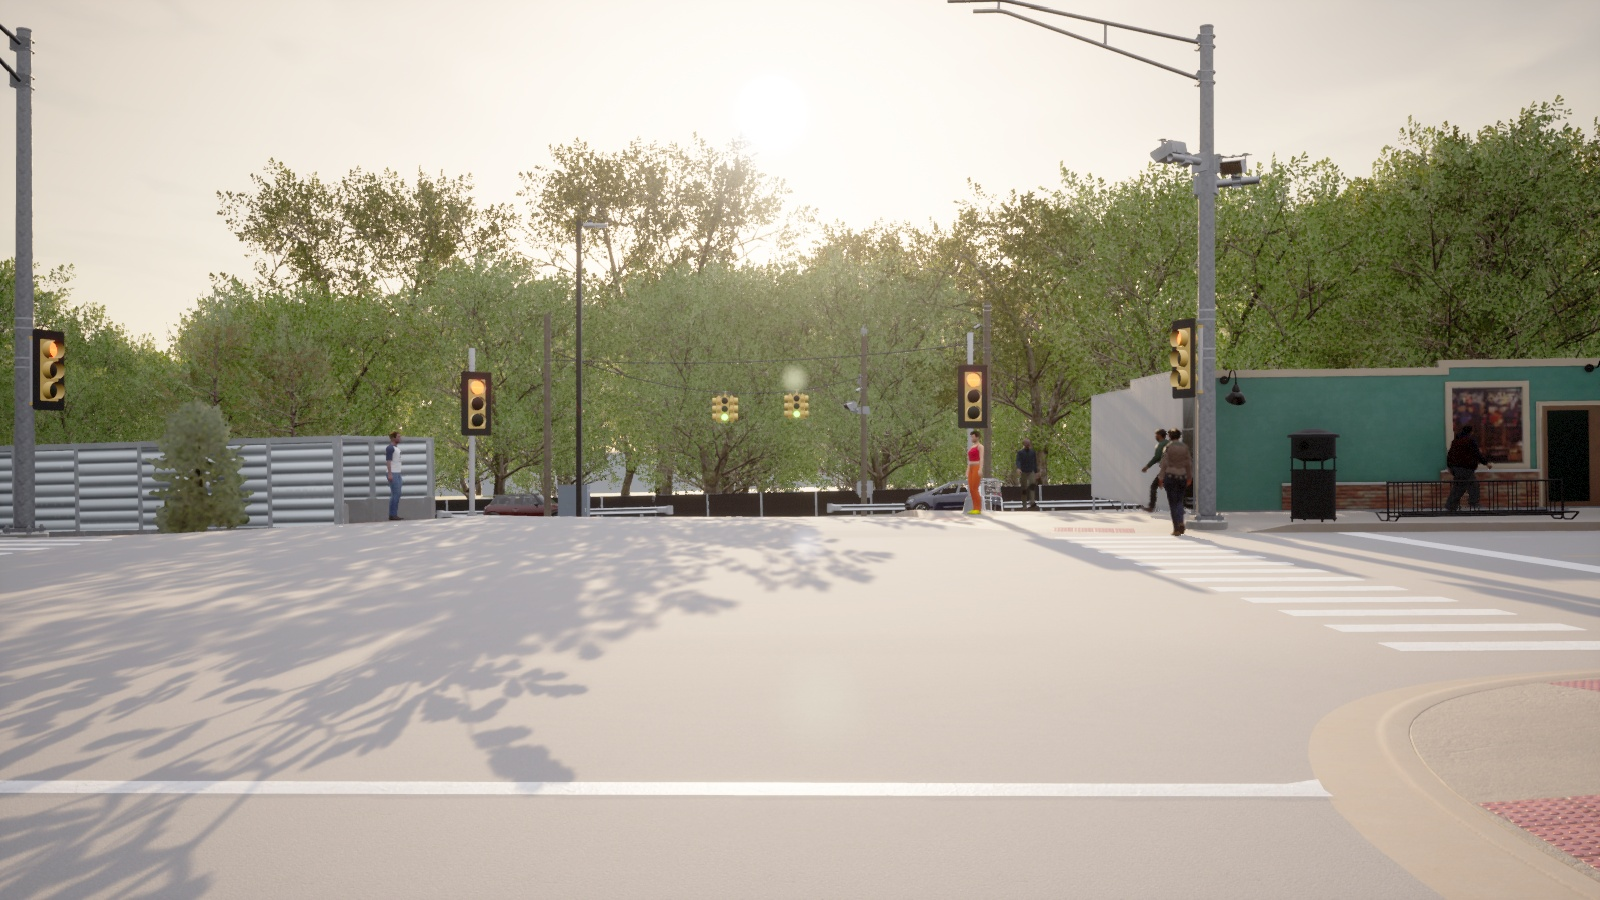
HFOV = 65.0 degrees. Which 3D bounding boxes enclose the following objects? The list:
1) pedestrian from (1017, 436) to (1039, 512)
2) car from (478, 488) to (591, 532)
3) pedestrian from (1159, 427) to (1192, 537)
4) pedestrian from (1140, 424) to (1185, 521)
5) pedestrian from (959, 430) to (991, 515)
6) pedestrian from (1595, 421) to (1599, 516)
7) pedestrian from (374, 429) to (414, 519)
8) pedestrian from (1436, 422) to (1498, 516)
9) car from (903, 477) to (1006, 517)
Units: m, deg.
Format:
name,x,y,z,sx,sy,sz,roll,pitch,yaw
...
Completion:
name,x,y,z,sx,sy,sz,roll,pitch,yaw
pedestrian,5.647,0.589,31.098,0.402,1.842,0.726,0,0,-1
car,-12.076,2.724,57.305,4.553,1.767,2.097,-2,0,6
pedestrian,6.279,0.519,21.015,0.328,1.805,0.869,0,0,3
pedestrian,7.338,0.447,25.450,0.788,1.949,0.423,0,0,32
pedestrian,3.815,0.483,27.394,0.594,1.836,0.345,0,0,-15
pedestrian,16.063,0.361,24.336,0.899,1.844,0.634,0,0,-7
pedestrian,-8.323,0.494,25.762,0.706,1.836,0.354,0,0,1
pedestrian,13.213,0.369,24.888,0.899,1.844,0.634,0,0,1
car,7.190,2.190,58.496,4.611,1.667,2.242,-2,0,8
